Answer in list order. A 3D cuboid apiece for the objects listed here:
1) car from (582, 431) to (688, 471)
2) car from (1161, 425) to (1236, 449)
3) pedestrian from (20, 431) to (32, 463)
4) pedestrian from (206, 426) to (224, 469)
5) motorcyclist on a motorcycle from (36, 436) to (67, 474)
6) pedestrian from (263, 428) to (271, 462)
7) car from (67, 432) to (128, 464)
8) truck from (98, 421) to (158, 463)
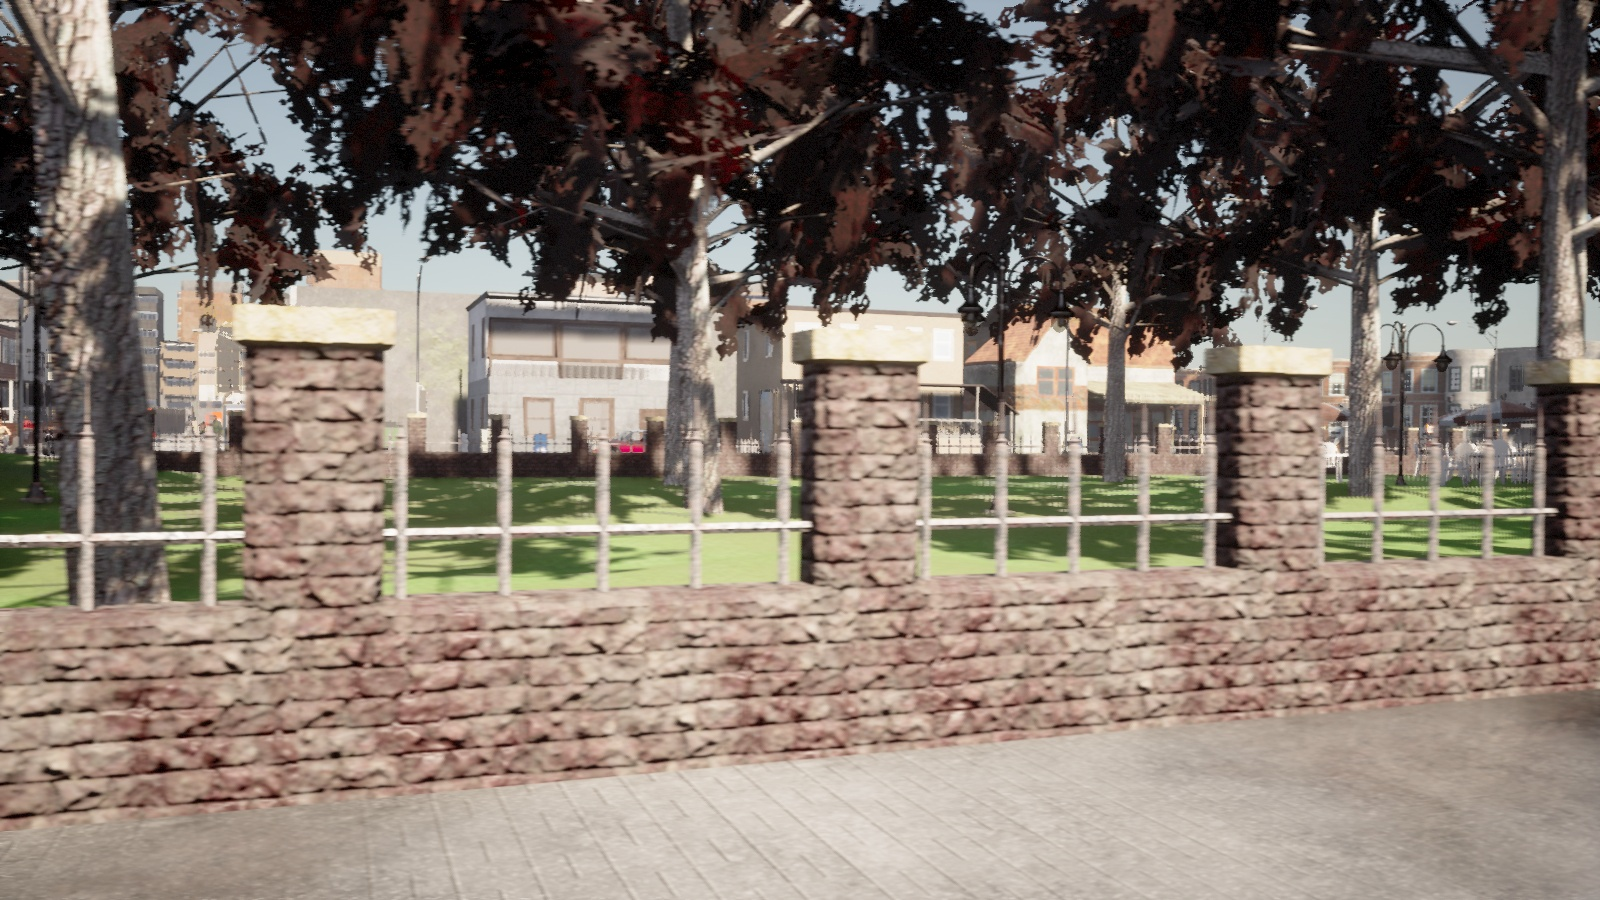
[{"bbox_3d":[-6.537,0.025,49.728,3.806,1.475,1.970,-1,1,-20],"label":"car"},{"bbox_3d":[26.395,-0.887,83.343,2.128,1.511,4.902,-1,1,-21],"label":"car"},{"bbox_3d":[-44.673,-0.189,72.503,0.331,1.846,0.636,-1,1,-9],"label":"pedestrian"},{"bbox_3d":[-25.394,-0.105,54.518,0.353,1.847,0.614,0,1,13],"label":"pedestrian"},{"bbox_3d":[-33.561,0.195,56.295,0.766,1.649,2.350,-1,1,-21],"label":"motorcyclist on a motorcycle"},{"bbox_3d":[-28.896,-0.287,68.026,0.353,1.847,0.614,-1,1,-22],"label":"pedestrian"},{"bbox_3d":[-38.081,-0.122,68.230,2.152,1.651,5.027,-1,1,-21],"label":"car"},{"bbox_3d":[-42.087,-0.513,78.803,2.627,2.467,5.204,-1,1,-21],"label":"truck"}]
